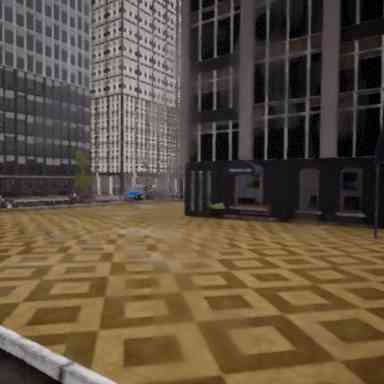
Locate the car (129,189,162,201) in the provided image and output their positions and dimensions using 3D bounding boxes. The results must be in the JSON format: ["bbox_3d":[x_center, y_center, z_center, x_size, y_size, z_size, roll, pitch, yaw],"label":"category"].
[{"bbox_3d":[-7.136,0.712,51.594,1.947,1.339,4.313,1,2,34],"label":"car"}]

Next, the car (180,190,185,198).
[{"bbox_3d":[-0.425,0.320,66.139,1.882,1.535,5.008,2,2,34],"label":"car"}]

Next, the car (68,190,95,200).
[{"bbox_3d":[-17.232,0.427,51.673,1.967,1.590,4.097,1,2,34],"label":"car"}]

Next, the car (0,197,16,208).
[{"bbox_3d":[-19.779,1.015,32.901,2.008,1.369,4.403,1,2,34],"label":"car"}]

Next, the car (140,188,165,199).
[{"bbox_3d":[-6.634,0.530,57.011,1.812,1.442,4.674,2,2,35],"label":"car"}]

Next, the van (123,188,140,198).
[{"bbox_3d":[-10.859,0.170,60.980,1.690,1.788,3.998,1,2,34],"label":"van"}]
